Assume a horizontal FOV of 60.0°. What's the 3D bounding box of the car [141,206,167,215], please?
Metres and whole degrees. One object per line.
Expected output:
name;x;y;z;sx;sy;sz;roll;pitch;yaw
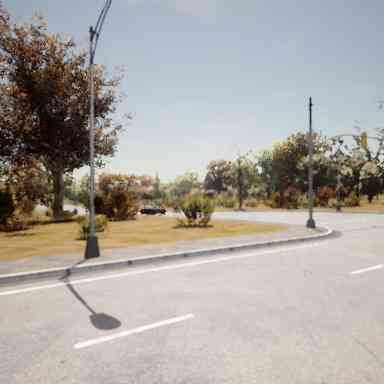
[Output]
car;-5.276;2.550;45.512;1.895;1.301;4.718;0;-3;-32
